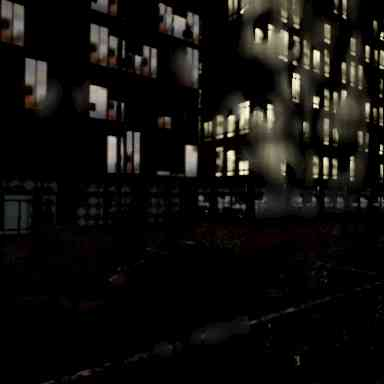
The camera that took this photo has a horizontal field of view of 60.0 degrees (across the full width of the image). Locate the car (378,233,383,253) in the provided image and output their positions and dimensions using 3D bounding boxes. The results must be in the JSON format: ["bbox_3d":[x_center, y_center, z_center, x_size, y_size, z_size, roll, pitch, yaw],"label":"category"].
[{"bbox_3d":[8.918,1.699,12.930,4.403,1.369,2.008,1,0,-36],"label":"car"}]

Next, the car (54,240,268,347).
[{"bbox_3d":[-0.347,1.615,6.312,4.206,1.307,1.802,1,0,-36],"label":"car"}]
